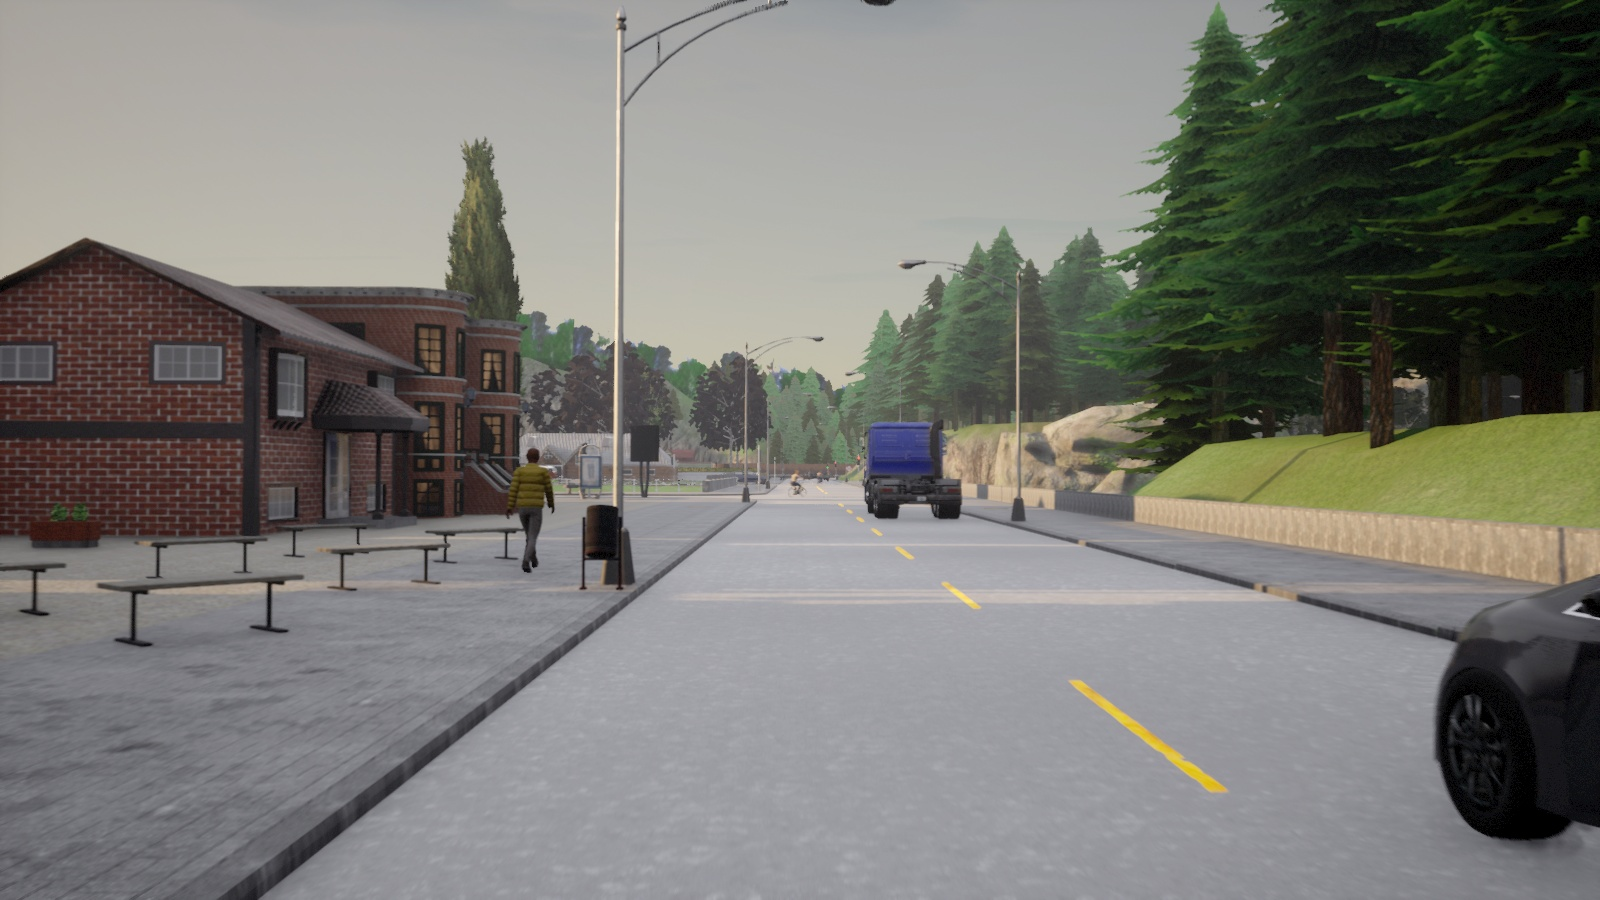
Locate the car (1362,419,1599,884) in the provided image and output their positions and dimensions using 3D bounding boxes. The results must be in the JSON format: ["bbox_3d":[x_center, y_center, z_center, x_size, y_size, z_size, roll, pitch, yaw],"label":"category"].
[{"bbox_3d":[3.991,0.711,4.074,2.242,1.667,4.611,0,-1,0],"label":"car"}]

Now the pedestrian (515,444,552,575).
[{"bbox_3d":[-3.823,0.842,18.051,0.370,1.835,0.726,0,-1,1],"label":"pedestrian"}]

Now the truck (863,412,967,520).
[{"bbox_3d":[3.893,0.560,44.336,2.891,3.462,7.936,0,-1,0],"label":"truck"}]
